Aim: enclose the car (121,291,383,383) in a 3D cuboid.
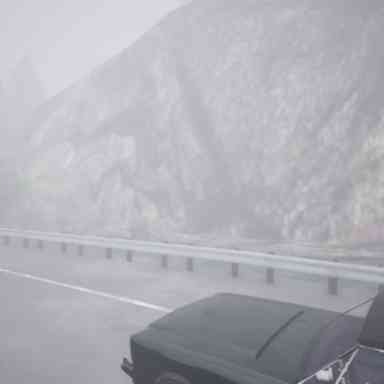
[{"bbox_3d":[1.633,1.594,2.737,4.718,1.301,1.895,0,0,35],"label":"car"}]
